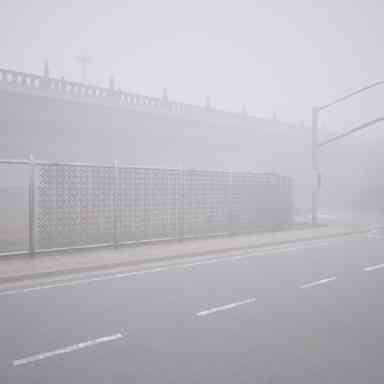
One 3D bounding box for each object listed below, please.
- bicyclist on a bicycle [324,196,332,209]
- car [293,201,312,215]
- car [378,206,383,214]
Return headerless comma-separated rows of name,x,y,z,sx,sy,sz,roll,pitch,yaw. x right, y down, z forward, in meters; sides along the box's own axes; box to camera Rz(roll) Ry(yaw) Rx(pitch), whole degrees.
bicyclist on a bicycle,17.728,1.356,43.298,1.656,1.620,0.582,0,0,-36
car,10.454,1.619,34.595,1.994,1.385,4.181,0,0,-36
car,20.879,1.654,32.410,1.895,1.301,4.718,0,0,-36
